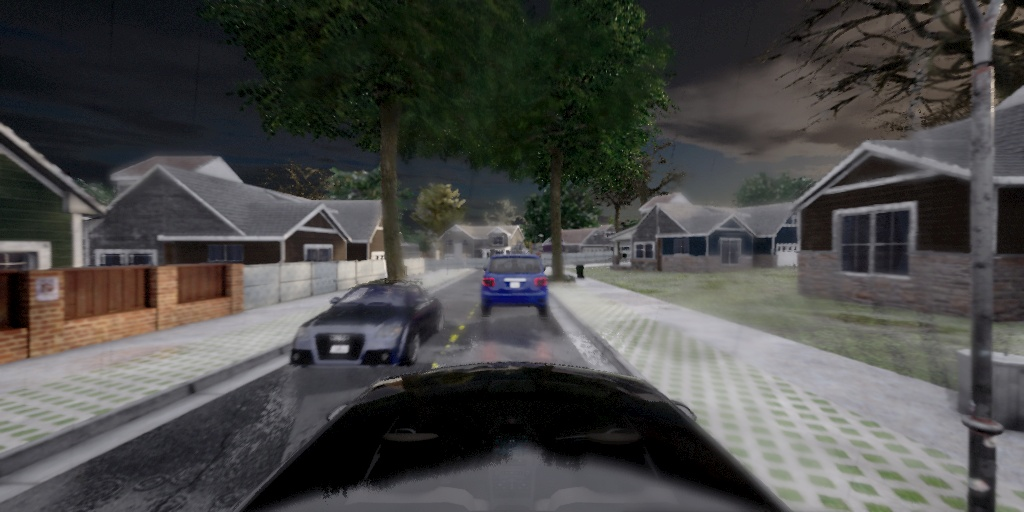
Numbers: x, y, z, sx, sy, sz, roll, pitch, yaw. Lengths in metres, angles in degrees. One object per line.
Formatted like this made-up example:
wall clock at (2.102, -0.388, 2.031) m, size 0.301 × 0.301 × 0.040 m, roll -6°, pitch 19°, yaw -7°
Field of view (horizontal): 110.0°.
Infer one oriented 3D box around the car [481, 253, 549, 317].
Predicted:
car at (0.098, 0.926, 13.163) m, size 2.150 × 2.045 × 5.566 m, roll 0°, pitch 0°, yaw 0°

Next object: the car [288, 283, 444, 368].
car at (-2.750, 1.290, 7.721) m, size 1.994 × 1.385 × 4.181 m, roll 0°, pitch 0°, yaw 0°
